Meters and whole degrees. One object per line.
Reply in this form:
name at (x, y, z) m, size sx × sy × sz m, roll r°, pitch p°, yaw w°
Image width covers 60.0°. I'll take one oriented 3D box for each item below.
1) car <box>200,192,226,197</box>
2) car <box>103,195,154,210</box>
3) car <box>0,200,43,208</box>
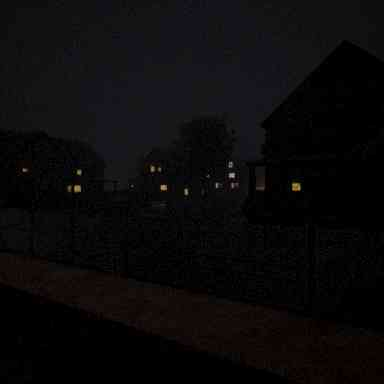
car at (2.594, 0.661, 41.279) m, size 1.994 × 1.385 × 4.181 m, roll 1°, pitch 2°, yaw 36°
car at (-5.735, 0.980, 29.633) m, size 2.033 × 1.411 × 5.357 m, roll 1°, pitch 2°, yaw 35°
car at (-11.984, 1.234, 20.871) m, size 2.033 × 1.411 × 5.357 m, roll 1°, pitch 2°, yaw 35°
